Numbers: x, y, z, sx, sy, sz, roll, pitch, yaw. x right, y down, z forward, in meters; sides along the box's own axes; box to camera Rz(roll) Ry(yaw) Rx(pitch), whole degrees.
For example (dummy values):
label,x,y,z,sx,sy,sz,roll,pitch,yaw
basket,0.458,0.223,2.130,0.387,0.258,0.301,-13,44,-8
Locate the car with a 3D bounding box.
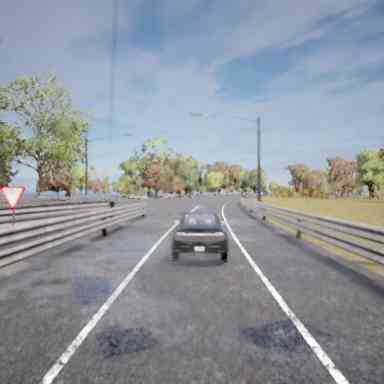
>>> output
label,x,y,z,sx,sy,sz,roll,pitch,yaw
car,0.312,1.474,12.284,2.128,1.511,4.902,0,0,2
